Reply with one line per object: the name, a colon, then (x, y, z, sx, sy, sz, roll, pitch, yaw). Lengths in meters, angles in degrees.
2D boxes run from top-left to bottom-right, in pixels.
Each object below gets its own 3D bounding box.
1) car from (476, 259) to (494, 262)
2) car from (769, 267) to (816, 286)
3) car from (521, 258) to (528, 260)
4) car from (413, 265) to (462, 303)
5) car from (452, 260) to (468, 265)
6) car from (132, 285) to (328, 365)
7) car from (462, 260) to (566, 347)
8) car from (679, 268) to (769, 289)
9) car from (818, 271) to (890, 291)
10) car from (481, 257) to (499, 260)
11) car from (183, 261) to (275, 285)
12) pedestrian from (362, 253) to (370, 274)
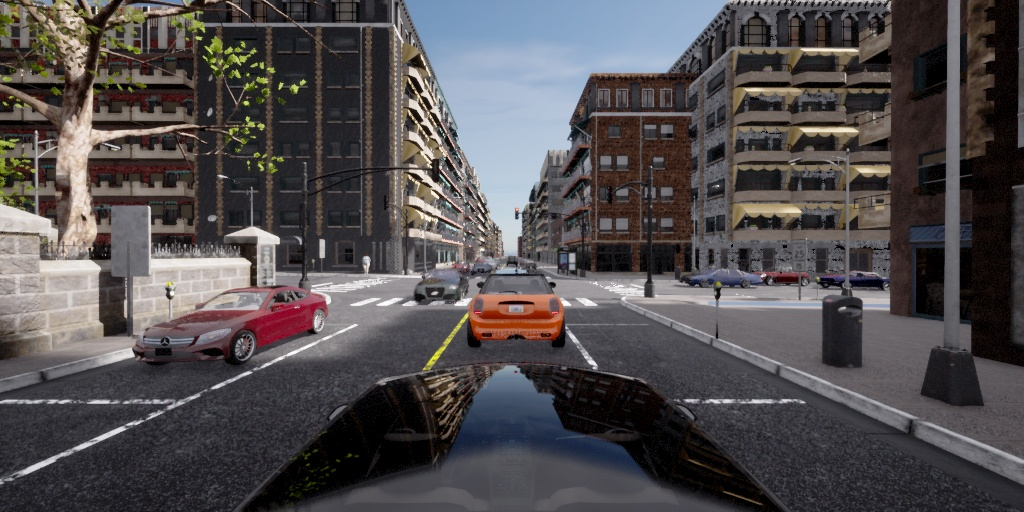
car: (-3.142, 1.312, 37.936, 1.994, 1.385, 4.181, 0, 0, 0)
car: (21.348, 1.571, 28.834, 4.097, 1.591, 1.967, 0, 0, -1)
car: (2.631, 1.298, 51.646, 2.007, 1.370, 4.403, 0, 0, 0)
car: (-3.117, 1.312, 16.469, 1.994, 1.385, 4.181, 0, 0, 0)
car: (-5.735, 1.187, 40.364, 1.967, 1.591, 4.097, 0, 0, 0)
car: (-5.696, 1.331, 7.953, 1.802, 1.307, 4.207, 0, 0, 0)
car: (0.118, 1.101, 9.463, 2.097, 1.767, 4.553, 0, 0, 1)
car: (15.220, 1.584, 26.190, 5.357, 1.411, 2.033, 1, 0, -1)
car: (25.253, 1.815, 26.321, 4.718, 1.301, 1.895, 1, 0, -1)
car: (-3.155, 1.273, 52.023, 1.812, 1.442, 4.674, 0, 0, 0)
car: (-17.673, 1.034, 22.550, 4.181, 1.385, 1.994, 1, 0, -1)
pedestrian: (-12.748, 0.651, 31.348, 0.375, 1.860, 0.375, 0, -1, -1)
